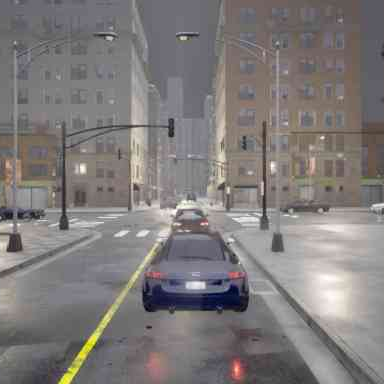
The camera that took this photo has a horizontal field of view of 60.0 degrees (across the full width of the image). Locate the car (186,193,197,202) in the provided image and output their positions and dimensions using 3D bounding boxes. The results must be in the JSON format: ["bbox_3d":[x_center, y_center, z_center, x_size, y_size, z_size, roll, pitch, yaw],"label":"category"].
[{"bbox_3d":[-0.160,1.273,76.198,2.150,2.045,5.566,0,0,0],"label":"car"}]

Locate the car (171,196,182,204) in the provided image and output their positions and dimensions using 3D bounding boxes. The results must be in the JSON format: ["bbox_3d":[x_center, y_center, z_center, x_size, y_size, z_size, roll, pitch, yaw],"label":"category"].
[{"bbox_3d":[-3.135,1.532,68.321,2.128,1.511,4.902,0,0,0],"label":"car"}]

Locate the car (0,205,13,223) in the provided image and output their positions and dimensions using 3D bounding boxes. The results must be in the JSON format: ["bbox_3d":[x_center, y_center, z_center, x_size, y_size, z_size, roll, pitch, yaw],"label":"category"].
[{"bbox_3d":[-15.248,1.615,23.069,4.181,1.385,1.994,0,0,0],"label":"car"}]

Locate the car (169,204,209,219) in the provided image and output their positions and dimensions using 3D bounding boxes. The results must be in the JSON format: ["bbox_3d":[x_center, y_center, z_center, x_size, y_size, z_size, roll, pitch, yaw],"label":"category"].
[{"bbox_3d":[-0.105,1.525,16.431,1.812,1.442,4.674,0,0,-2],"label":"car"}]

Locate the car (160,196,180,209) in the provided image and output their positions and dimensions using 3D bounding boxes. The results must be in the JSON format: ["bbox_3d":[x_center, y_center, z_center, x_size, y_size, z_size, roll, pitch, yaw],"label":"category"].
[{"bbox_3d":[-3.116,1.368,44.604,2.097,1.767,4.553,0,0,0],"label":"car"}]

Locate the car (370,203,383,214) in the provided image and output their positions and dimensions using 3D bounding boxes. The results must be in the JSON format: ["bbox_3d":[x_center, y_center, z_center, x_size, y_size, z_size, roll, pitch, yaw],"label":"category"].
[{"bbox_3d":[20.384,1.438,33.275,4.674,1.442,1.812,0,0,-1],"label":"car"}]

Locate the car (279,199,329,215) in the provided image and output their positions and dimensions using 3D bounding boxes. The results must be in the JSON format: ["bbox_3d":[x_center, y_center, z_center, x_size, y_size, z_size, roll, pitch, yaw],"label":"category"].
[{"bbox_3d":[11.122,1.449,33.212,4.892,1.490,1.837,0,0,0],"label":"car"}]

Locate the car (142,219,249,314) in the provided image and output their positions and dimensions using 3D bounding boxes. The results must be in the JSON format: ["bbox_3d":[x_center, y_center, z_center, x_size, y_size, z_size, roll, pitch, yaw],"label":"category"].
[{"bbox_3d":[0.075,1.564,7.687,1.994,1.385,4.181,0,0,0],"label":"car"}]

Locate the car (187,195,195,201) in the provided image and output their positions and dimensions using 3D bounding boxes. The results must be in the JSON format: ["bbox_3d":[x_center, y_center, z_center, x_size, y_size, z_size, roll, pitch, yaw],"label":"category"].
[{"bbox_3d":[-0.205,1.581,86.587,2.128,1.511,4.902,0,0,0],"label":"car"}]

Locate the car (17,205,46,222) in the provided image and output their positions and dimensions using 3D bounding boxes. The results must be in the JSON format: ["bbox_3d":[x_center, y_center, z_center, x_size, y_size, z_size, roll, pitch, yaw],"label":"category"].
[{"bbox_3d":[-14.181,1.647,26.325,4.718,1.301,1.895,0,0,0],"label":"car"}]
